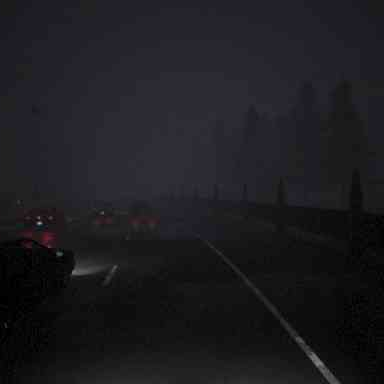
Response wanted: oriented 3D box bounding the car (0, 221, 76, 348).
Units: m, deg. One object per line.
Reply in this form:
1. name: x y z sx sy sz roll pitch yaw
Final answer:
1. car: -3.718 1.544 6.056 2.033 1.411 5.357 0 0 -4

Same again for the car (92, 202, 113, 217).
1. car: -8.433 1.557 31.335 1.895 1.301 4.718 0 0 -15

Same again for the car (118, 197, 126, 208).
1. car: -9.456 1.403 47.396 1.882 1.535 5.008 0 0 -16

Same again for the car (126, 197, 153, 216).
1. car: -4.973 1.424 31.897 1.882 1.535 5.008 0 0 -15

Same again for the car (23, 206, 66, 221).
1. car: -9.649 1.580 22.100 1.895 1.301 4.718 0 0 -13

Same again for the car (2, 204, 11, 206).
1. car: -21.268 1.524 37.436 2.033 1.411 5.357 0 0 -16
